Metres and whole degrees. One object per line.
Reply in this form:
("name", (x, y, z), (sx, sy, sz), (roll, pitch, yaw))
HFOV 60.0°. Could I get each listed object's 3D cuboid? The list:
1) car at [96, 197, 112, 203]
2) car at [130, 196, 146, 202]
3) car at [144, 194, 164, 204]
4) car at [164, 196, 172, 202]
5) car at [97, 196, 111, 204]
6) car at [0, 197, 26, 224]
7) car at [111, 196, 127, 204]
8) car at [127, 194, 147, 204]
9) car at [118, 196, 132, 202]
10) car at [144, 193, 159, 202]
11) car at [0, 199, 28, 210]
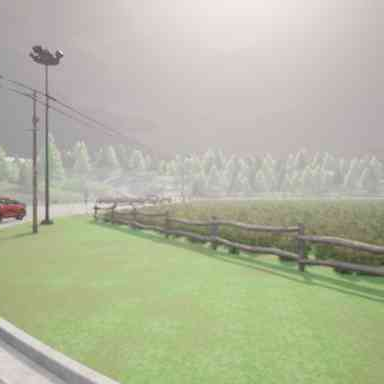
("car", (-20.782, 1.929, 78.564), (1.994, 1.385, 4.181), (0, 0, 10))
("car", (-13.160, 1.722, 81.442), (2.033, 1.411, 5.357), (0, 0, 10))
("car", (-7.999, 1.794, 70.502), (1.812, 1.442, 4.674), (0, 0, 10))
("car", (-6.269, 1.668, 80.214), (1.812, 1.442, 4.674), (0, 0, 10))
("car", (-18.350, 1.680, 72.271), (2.097, 1.767, 4.553), (0, 0, 10))
("car", (-15.249, 1.387, 26.061), (2.150, 2.045, 5.566), (-1, 0, -2))
("car", (-14.988, 1.804, 71.183), (1.837, 1.490, 4.892), (0, 0, 10))
("car", (-11.542, 1.763, 70.569), (1.882, 1.535, 5.008), (0, 0, 10))
("car", (-16.606, 1.754, 82.056), (1.994, 1.385, 4.181), (0, 0, 10))
("car", (-9.711, 1.388, 80.859), (2.150, 2.045, 5.566), (0, 0, 10))
("car", (-26.099, 1.822, 48.153), (1.812, 1.442, 4.674), (0, 0, 10))
